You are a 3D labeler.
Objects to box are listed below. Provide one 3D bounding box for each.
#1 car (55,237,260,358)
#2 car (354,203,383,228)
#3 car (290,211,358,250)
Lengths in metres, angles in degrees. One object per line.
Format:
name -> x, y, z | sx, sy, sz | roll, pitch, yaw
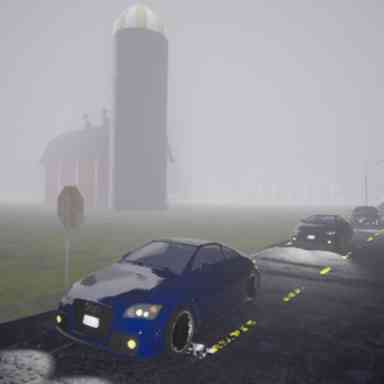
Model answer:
car -> -0.286, 1.580, 6.156 | 1.994, 1.385, 4.181 | 1, 0, 33
car -> 13.394, 1.852, 25.659 | 1.837, 1.490, 4.892 | 1, 0, 35
car -> 6.139, 1.733, 15.489 | 1.994, 1.385, 4.181 | 1, 0, 36
